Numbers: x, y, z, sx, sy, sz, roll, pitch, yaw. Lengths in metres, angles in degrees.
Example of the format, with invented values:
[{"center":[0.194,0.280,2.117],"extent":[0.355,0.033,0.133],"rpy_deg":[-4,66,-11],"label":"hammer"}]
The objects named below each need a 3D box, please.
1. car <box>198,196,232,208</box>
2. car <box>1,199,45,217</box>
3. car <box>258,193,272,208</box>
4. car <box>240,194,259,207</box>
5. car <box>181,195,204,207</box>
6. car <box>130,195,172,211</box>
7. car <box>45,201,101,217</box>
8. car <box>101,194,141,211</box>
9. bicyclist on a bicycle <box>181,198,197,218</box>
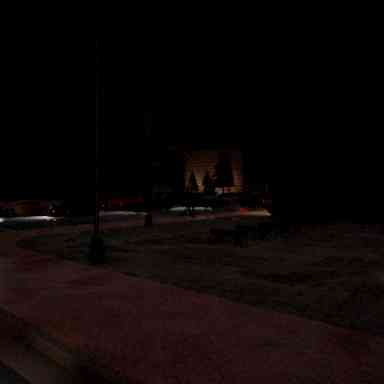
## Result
[{"center":[3.469,1.601,48.925],"extent":[1.895,1.301,4.718],"rpy_deg":[0,0,40],"label":"car"},{"center":[-15.872,1.478,31.496],"extent":[1.882,1.535,5.008],"rpy_deg":[0,0,40],"label":"car"},{"center":[12.014,1.352,48.004],"extent":[2.097,1.767,4.553],"rpy_deg":[0,0,41],"label":"car"},{"center":[9.121,1.505,50.010],"extent":[1.837,1.490,4.892],"rpy_deg":[0,0,41],"label":"car"},{"center":[0.704,1.547,51.083],"extent":[2.033,1.411,5.357],"rpy_deg":[0,0,40],"label":"car"},{"center":[-4.492,1.478,39.532],"extent":[1.882,1.535,5.008],"rpy_deg":[0,0,40],"label":"car"},{"center":[-11.220,1.564,31.569],"extent":[1.994,1.385,4.181],"rpy_deg":[0,0,40],"label":"car"},{"center":[-8.398,1.219,40.328],"extent":[2.150,2.045,5.566],"rpy_deg":[0,0,41],"label":"car"},{"center":[-0.264,1.301,26.744],"extent":[1.656,1.620,0.582],"rpy_deg":[0,0,40],"label":"bicyclist on a bicycle"}]
